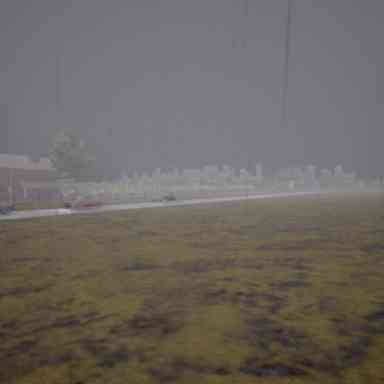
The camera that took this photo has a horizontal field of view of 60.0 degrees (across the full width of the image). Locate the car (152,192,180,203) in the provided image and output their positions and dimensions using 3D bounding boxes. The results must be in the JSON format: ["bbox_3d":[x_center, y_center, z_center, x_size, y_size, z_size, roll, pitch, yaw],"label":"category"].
[{"bbox_3d":[-3.787,0.787,48.442,1.837,1.490,4.892,1,2,36],"label":"car"}]

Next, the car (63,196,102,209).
[{"bbox_3d":[-12.098,1.139,36.922,1.994,1.385,4.181,1,2,36],"label":"car"}]

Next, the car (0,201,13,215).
[{"bbox_3d":[-17.900,1.338,28.898,1.994,1.385,4.181,1,2,34],"label":"car"}]
